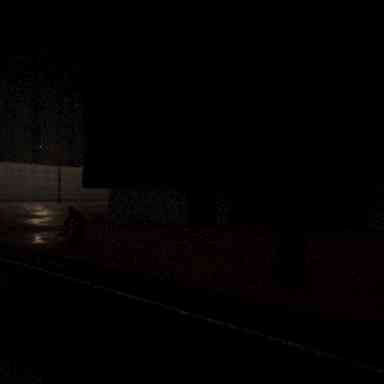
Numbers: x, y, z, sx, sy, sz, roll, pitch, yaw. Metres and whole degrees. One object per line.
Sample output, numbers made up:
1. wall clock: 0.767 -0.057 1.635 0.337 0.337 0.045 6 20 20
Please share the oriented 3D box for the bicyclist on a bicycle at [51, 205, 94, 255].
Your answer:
1. bicyclist on a bicycle: -4.024 1.284 11.383 0.582 1.620 1.656 1 -1 38
